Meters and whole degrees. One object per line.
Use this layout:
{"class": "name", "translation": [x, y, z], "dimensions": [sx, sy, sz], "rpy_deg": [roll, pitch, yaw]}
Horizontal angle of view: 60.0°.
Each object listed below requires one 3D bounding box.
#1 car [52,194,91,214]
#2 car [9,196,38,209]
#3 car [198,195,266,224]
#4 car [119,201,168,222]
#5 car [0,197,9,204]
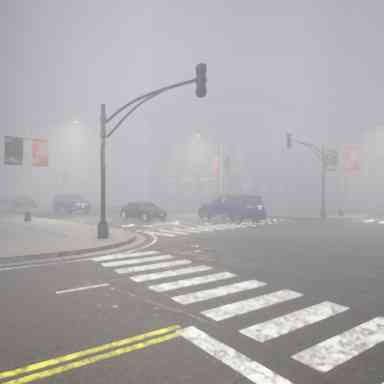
{"class": "car", "translation": [-12.946, 1.204, 35.527], "dimensions": [5.566, 2.045, 2.150], "rpy_deg": [0, 0, 45]}
{"class": "car", "translation": [-22.741, 1.327, 45.379], "dimensions": [2.097, 1.767, 4.553], "rpy_deg": [0, 0, -45]}
{"class": "car", "translation": [2.882, 1.214, 24.700], "dimensions": [2.150, 2.045, 5.566], "rpy_deg": [1, -1, -40]}
{"class": "car", "translation": [-3.920, 1.491, 26.497], "dimensions": [1.837, 1.490, 4.892], "rpy_deg": [0, 0, -44]}
{"class": "car", "translation": [-33.568, 1.529, 61.047], "dimensions": [1.994, 1.385, 4.181], "rpy_deg": [0, 0, -45]}
